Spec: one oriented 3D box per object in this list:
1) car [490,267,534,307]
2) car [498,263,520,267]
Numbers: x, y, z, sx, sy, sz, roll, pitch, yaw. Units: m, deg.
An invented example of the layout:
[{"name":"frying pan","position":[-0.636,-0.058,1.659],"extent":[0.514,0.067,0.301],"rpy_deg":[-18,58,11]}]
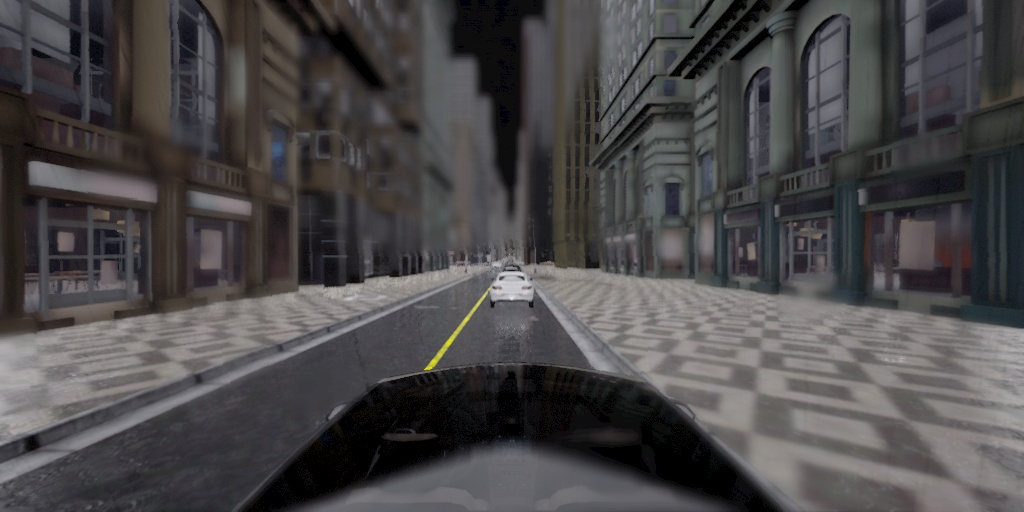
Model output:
[{"name":"car","position":[0.006,1.411,16.222],"extent":[1.812,1.442,4.674],"rpy_deg":[0,0,0]},{"name":"car","position":[0.005,1.537,31.145],"extent":[1.837,1.490,4.892],"rpy_deg":[0,0,0]}]
